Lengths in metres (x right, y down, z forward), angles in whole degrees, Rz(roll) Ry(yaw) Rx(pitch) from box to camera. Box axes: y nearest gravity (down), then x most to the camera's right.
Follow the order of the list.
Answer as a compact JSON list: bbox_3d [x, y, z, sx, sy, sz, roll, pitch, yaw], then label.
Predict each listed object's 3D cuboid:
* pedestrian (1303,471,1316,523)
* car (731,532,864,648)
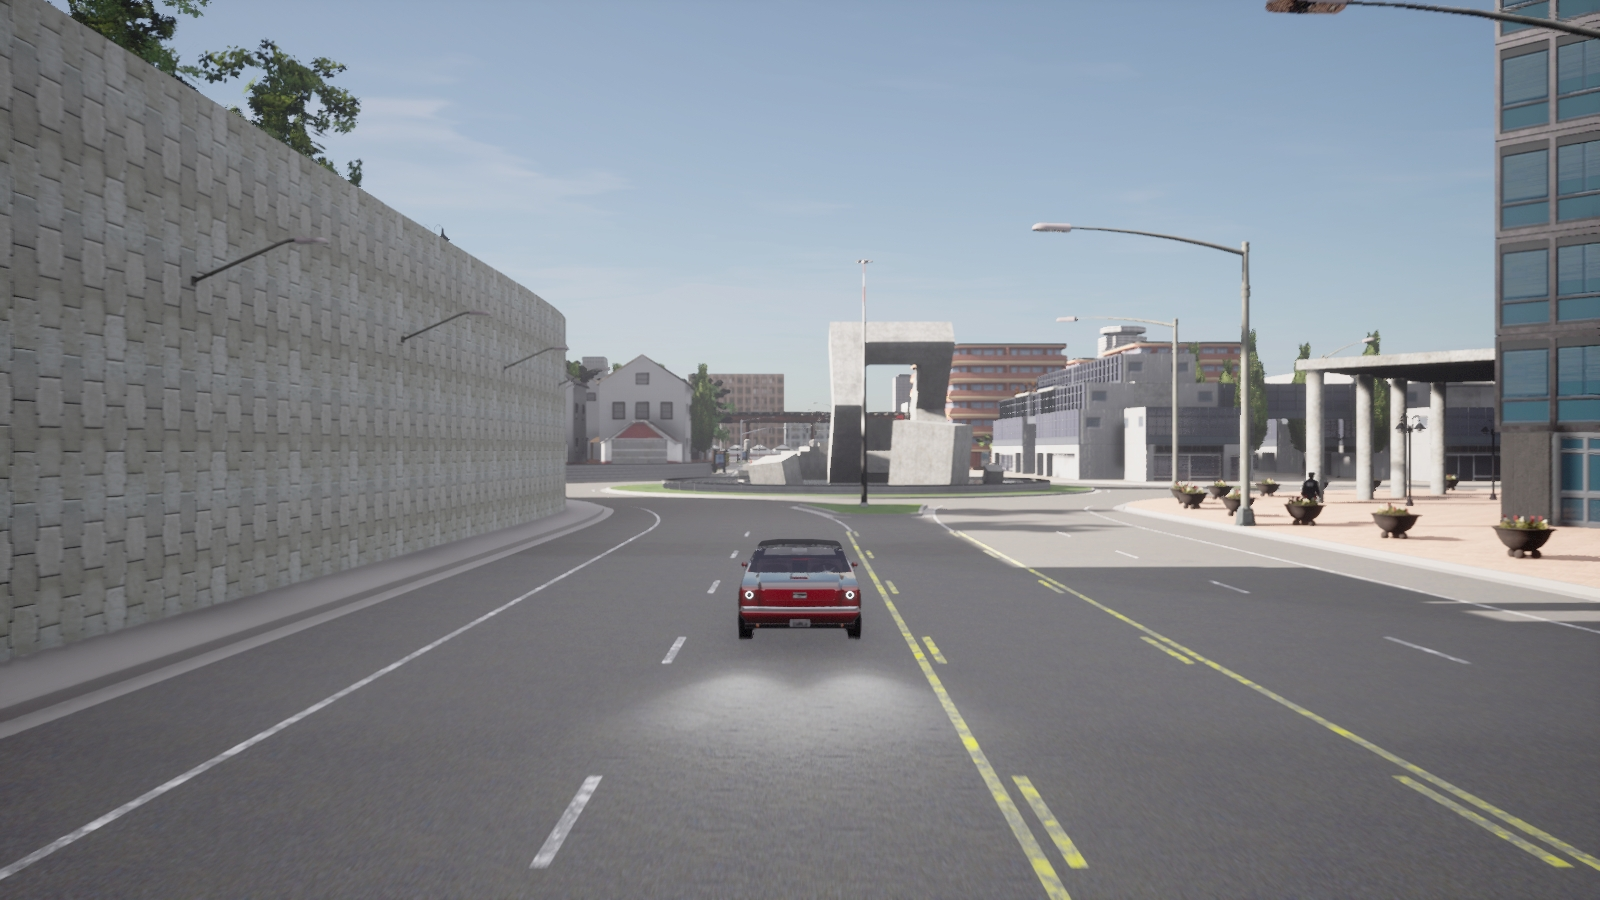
[{"bbox_3d":[18.375,1.701,41.194,0.375,1.860,0.375,0,0,36],"label":"pedestrian"},{"bbox_3d":[-0.037,2.155,18.528,1.895,1.301,4.718,0,0,0],"label":"car"}]
